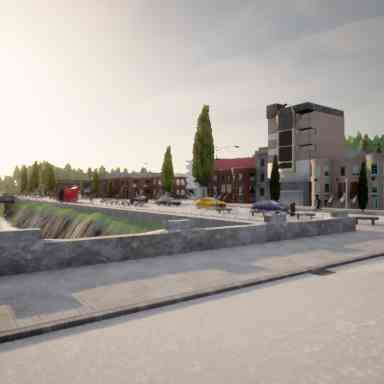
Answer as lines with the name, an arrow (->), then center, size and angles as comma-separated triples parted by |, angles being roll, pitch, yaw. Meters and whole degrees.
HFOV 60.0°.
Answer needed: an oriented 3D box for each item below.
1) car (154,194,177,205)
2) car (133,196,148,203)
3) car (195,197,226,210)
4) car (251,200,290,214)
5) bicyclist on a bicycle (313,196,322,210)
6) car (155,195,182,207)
car -> -4.852, 1.352, 60.377 | 2.097, 1.767, 4.553 | 0, 0, -36
car -> -10.693, 1.526, 68.586 | 1.812, 1.442, 4.674 | 0, 0, -36
car -> 2.382, 1.478, 42.954 | 1.882, 1.535, 5.008 | 0, 0, -35
car -> 8.254, 1.526, 34.717 | 1.812, 1.442, 4.674 | 0, 0, -36
bicyclist on a bicycle -> 14.992, 1.349, 39.699 | 1.656, 1.620, 0.582 | 0, 0, -35
car -> -3.729, 1.547, 51.594 | 2.033, 1.411, 5.357 | 0, 0, -35
